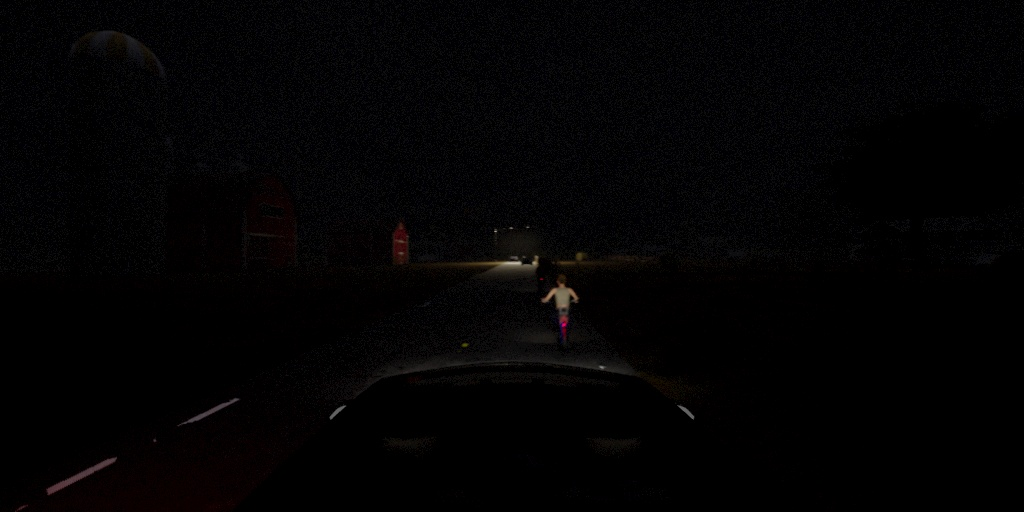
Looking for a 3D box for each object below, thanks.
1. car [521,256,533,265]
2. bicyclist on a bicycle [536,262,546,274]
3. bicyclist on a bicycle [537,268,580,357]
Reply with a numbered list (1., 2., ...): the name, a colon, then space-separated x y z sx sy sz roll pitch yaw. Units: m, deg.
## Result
1. car: 2.547 0.881 61.323 1.994 1.385 4.181 -1 0 2
2. bicyclist on a bicycle: 1.451 1.133 17.594 0.582 1.620 1.656 -1 0 2
3. bicyclist on a bicycle: 1.037 1.171 7.548 0.866 1.612 1.509 -1 2 2
